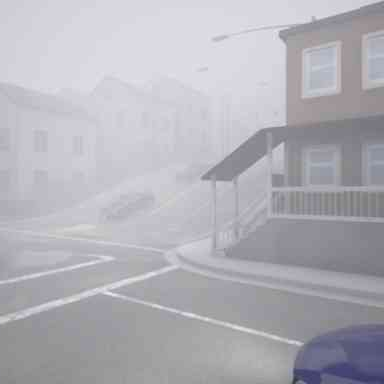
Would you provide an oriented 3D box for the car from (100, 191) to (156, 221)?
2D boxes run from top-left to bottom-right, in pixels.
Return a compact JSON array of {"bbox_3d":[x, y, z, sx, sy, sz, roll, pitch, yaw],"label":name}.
[{"bbox_3d":[-4.812,0.899,25.072,2.128,1.511,4.902,0,15,35],"label":"car"}]

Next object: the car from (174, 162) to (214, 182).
[{"bbox_3d":[0.176,-2.045,32.367,1.895,1.301,4.718,0,18,35],"label":"car"}]

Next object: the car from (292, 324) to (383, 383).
[{"bbox_3d":[2.931,1.526,1.873,4.674,1.442,1.812,0,0,36],"label":"car"}]
